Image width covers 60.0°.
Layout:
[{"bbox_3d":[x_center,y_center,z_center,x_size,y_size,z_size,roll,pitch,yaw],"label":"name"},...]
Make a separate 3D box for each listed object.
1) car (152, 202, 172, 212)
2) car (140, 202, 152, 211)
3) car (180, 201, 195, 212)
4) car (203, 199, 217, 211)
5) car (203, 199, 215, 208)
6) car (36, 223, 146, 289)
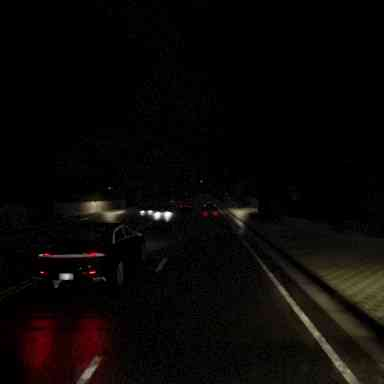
[{"bbox_3d":[-4.099,2.173,48.353,1.895,1.301,4.718,-1,-1,3],"label":"car"},{"bbox_3d":[-7.076,2.242,53.538,1.994,1.385,4.181,-1,-1,3],"label":"car"},{"bbox_3d":[-0.678,2.058,48.200,2.033,1.411,5.357,-1,-1,3],"label":"car"},{"bbox_3d":[2.556,1.974,47.545,1.812,1.442,4.674,-1,-1,3],"label":"car"},{"bbox_3d":[3.067,2.062,60.129,2.128,1.511,4.902,-1,-1,3],"label":"car"},{"bbox_3d":[-2.596,1.634,9.613,2.128,1.511,4.902,-1,-1,3],"label":"car"}]
